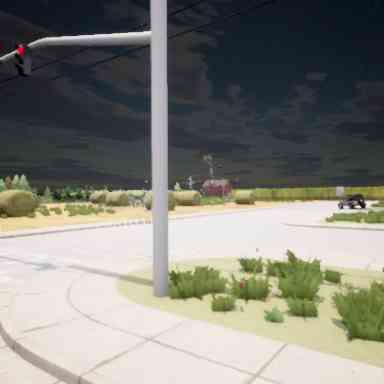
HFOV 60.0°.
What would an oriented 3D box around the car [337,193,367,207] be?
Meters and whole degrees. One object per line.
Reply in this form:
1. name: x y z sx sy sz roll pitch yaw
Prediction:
1. car: 20.069 1.201 41.865 1.905 1.878 3.866 -6 -1 -8
